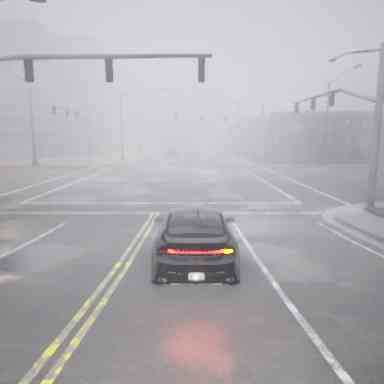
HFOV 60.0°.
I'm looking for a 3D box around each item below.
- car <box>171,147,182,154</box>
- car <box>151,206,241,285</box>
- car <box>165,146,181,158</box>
[{"bbox_3d":[-3.496,-9.542,75.895,2.033,1.411,5.357,0,9,0],"label":"car"},{"bbox_3d":[0.072,1.108,8.457,1.837,1.490,4.892,0,4,0],"label":"car"},{"bbox_3d":[-3.538,-7.268,60.134,2.150,2.045,5.566,0,10,1],"label":"car"}]
